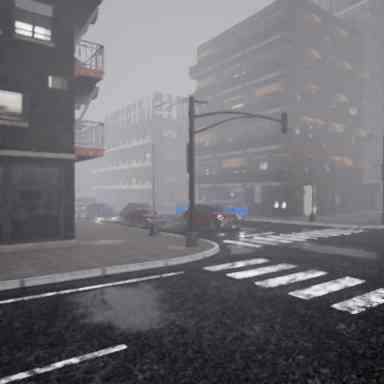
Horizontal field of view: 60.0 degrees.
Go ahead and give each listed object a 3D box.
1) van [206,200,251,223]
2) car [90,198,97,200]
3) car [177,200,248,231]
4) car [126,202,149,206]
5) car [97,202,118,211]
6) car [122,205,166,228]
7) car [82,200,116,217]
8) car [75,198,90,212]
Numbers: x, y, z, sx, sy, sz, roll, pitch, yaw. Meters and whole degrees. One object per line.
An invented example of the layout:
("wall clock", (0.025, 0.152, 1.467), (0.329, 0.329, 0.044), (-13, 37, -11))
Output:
("van", (3.200, 1.657, 29.762), (1.690, 1.788, 3.998), (-1, 0, -36))
("car", (-16.491, 1.931, 52.239), (2.150, 2.045, 5.566), (0, -1, -36))
("car", (1.292, 1.612, 22.620), (2.097, 1.767, 4.553), (0, -1, -37))
("car", (-4.709, 1.746, 30.778), (2.097, 1.767, 4.553), (0, -1, -36))
("car", (-13.364, 2.266, 52.344), (1.802, 1.307, 4.206), (-1, 0, -36))
("car", (-3.542, 1.906, 24.847), (1.802, 1.307, 4.206), (-1, 0, -36))
("car", (-10.880, 2.009, 39.199), (1.882, 1.535, 5.008), (0, -1, -36))
("car", (-17.062, 1.891, 47.693), (2.150, 2.045, 5.566), (0, -1, -36))
